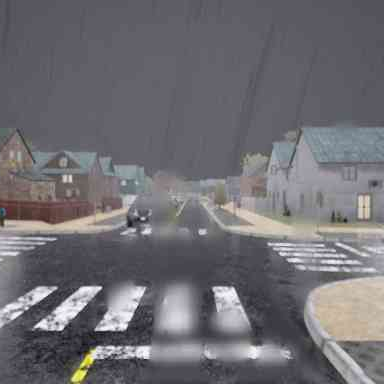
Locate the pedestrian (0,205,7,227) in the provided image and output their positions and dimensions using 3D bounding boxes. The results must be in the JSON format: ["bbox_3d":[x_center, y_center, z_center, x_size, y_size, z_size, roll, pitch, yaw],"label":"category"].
[{"bbox_3d":[-9.694,1.234,17.052,0.500,1.100,0.500,0,0,1],"label":"pedestrian"}]

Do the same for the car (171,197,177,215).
[{"bbox_3d":[-2.862,1.535,33.722,1.994,1.385,4.181,0,0,1],"label":"car"}]

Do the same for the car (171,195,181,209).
[{"bbox_3d":[-2.874,1.522,45.072,1.994,1.385,4.181,0,0,0],"label":"car"}]

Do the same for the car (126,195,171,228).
[{"bbox_3d":[-2.872,1.205,22.197,2.150,2.045,5.566,0,0,0],"label":"car"}]

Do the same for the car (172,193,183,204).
[{"bbox_3d":[-2.792,1.152,60.614,2.150,2.045,5.566,0,0,0],"label":"car"}]
